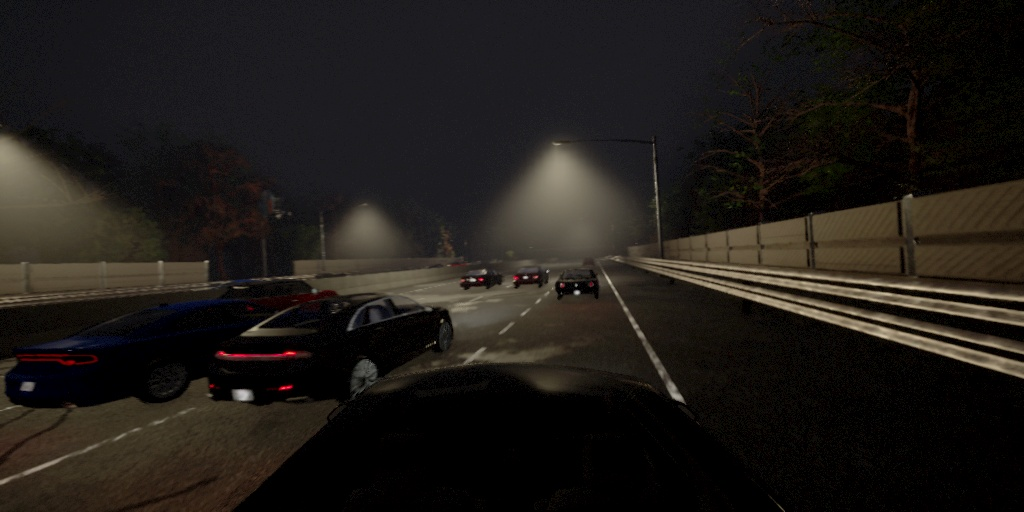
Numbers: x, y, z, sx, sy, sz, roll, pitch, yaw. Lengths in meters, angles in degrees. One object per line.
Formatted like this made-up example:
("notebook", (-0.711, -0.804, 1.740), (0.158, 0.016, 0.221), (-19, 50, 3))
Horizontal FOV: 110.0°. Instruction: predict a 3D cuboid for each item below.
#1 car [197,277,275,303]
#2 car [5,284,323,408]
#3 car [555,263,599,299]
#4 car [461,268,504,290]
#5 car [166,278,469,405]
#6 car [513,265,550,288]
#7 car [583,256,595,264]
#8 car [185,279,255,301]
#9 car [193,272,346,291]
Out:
("car", (-22.724, 2.741, 29.807), (1.882, 1.535, 5.008), (-3, 0, 13))
("car", (-6.113, 1.620, 7.342), (1.882, 1.535, 5.008), (-3, 0, 13))
("car", (3.268, 1.260, 17.576), (1.895, 1.301, 4.718), (-3, 0, 13))
("car", (-2.019, 1.569, 25.426), (2.033, 1.411, 5.357), (-3, 0, 13))
("car", (-2.689, 1.429, 6.646), (2.128, 1.511, 4.902), (-3, 0, 13))
("car", (1.390, 1.364, 24.661), (2.033, 1.411, 5.357), (-3, 0, 13))
("car", (12.673, 0.938, 59.148), (1.812, 1.442, 4.674), (-3, 0, 13))
("car", (-25.816, 2.984, 31.926), (1.812, 1.442, 4.674), (-3, 0, 13))
("car", (-8.375, 1.665, 13.223), (2.097, 1.767, 4.553), (-3, 0, 13))
